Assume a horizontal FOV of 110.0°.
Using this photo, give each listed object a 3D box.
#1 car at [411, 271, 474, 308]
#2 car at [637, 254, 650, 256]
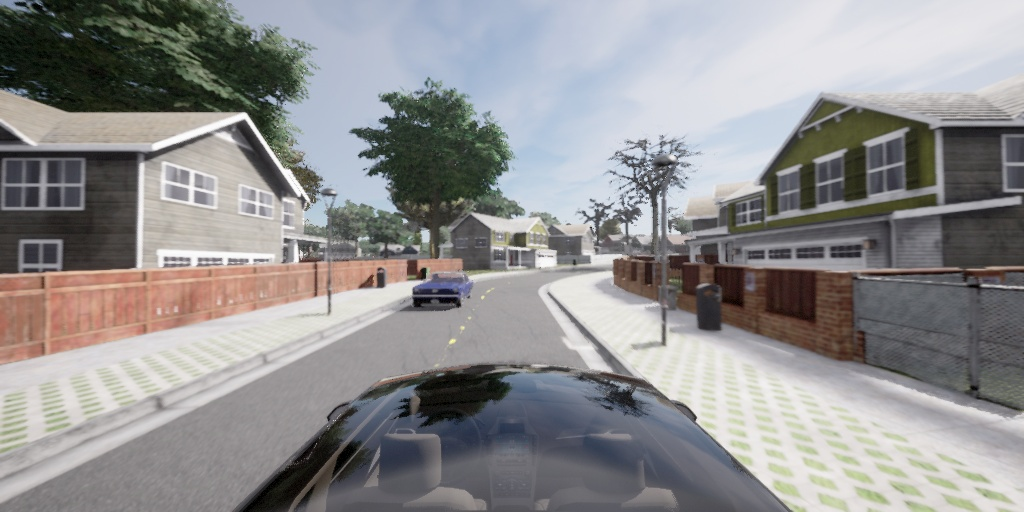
[{"bbox_3d":[-2.762,1.323,15.135,1.895,1.301,4.718,0,0,0],"label":"car"},{"bbox_3d":[20.414,0.591,56.909,2.033,1.411,5.357,-1,1,32],"label":"car"}]
